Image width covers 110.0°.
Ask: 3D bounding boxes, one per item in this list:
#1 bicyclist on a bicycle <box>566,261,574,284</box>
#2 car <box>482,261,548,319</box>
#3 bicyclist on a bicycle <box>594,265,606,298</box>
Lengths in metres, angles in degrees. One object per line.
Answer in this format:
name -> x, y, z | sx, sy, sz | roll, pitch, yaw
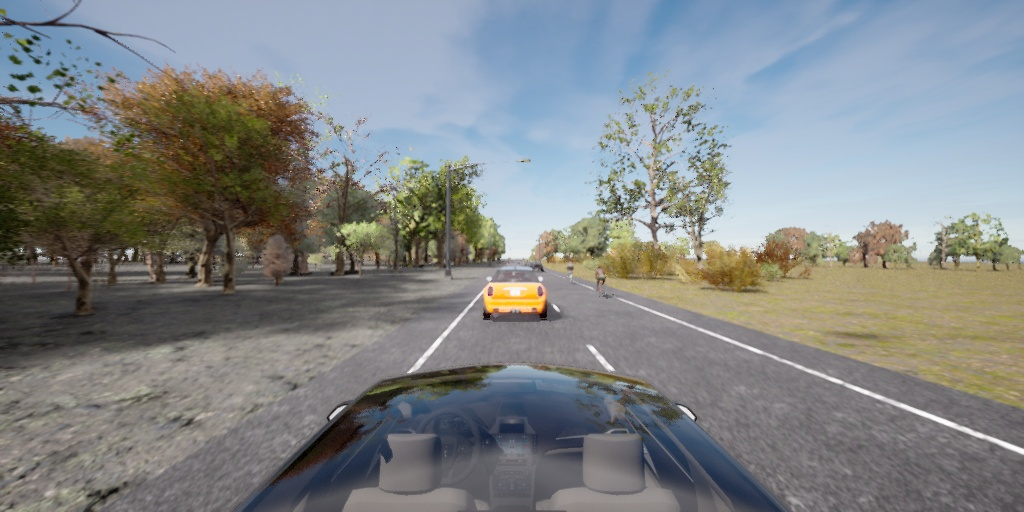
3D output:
bicyclist on a bicycle -> 4.481, 1.281, 27.772 | 0.659, 1.776, 1.843 | 0, 0, 0
car -> 0.105, 1.172, 13.254 | 2.097, 1.767, 4.553 | 0, 0, 0
bicyclist on a bicycle -> 4.476, 1.305, 18.168 | 0.582, 1.620, 1.656 | 0, -1, 0
